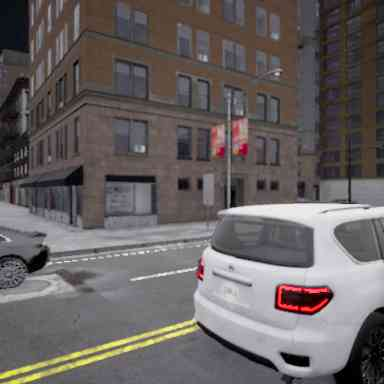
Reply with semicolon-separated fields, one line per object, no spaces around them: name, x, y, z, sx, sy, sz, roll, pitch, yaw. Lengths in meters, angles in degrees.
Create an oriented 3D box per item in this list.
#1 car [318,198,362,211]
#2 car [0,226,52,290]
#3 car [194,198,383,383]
car;17.186;1.415;38.834;1.947;1.339;4.313;0;0;-35
car;-5.824;1.495;7.521;4.902;1.511;2.128;0;0;-35
car;2.638;1.195;5.301;5.566;2.045;2.150;0;0;-35
